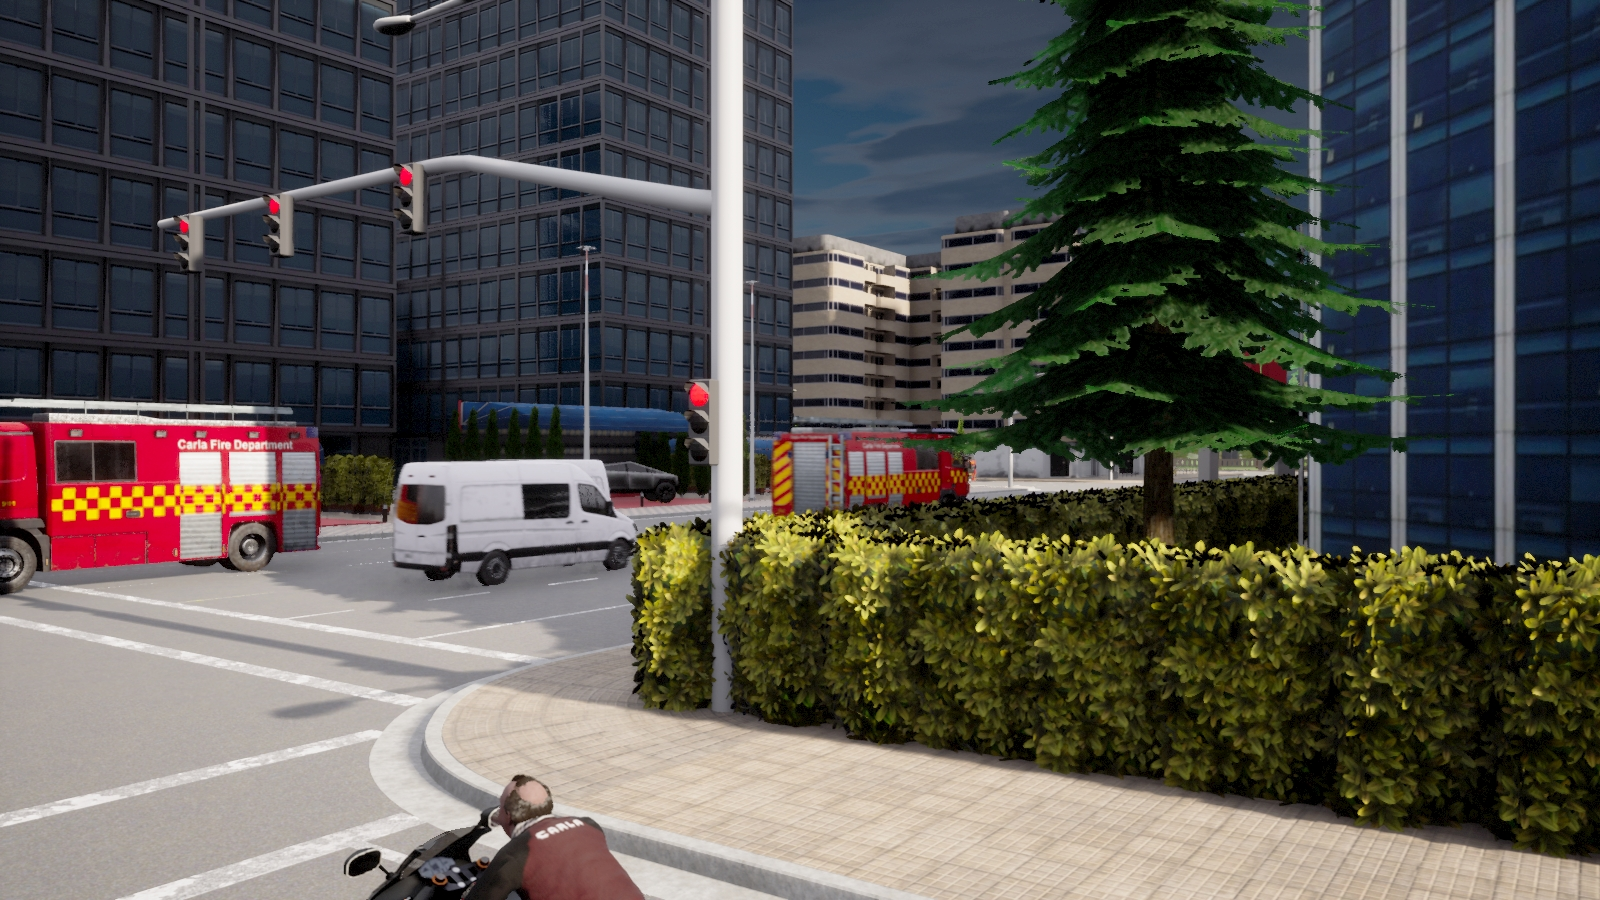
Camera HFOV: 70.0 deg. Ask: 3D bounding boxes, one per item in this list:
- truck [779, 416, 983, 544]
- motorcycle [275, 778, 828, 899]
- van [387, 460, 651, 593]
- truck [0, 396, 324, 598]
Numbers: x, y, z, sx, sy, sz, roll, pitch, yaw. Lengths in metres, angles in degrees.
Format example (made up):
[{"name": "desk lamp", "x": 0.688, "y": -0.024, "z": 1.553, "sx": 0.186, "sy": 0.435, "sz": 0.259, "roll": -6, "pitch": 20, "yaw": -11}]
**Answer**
[{"name": "truck", "x": 2.944, "y": 0.891, "z": 38.230, "sx": 2.891, "sy": 3.827, "sz": 8.468, "roll": 0, "pitch": 0, "yaw": 35}, {"name": "motorcycle", "x": -1.050, "y": 2.205, "z": 4.520, "sx": 2.209, "sy": 1.251, "sz": 0.867, "roll": 0, "pitch": 0, "yaw": 35}, {"name": "van", "x": -6.081, "y": 1.535, "z": 25.571, "sx": 1.988, "sy": 2.561, "sz": 5.915, "roll": 0, "pitch": 0, "yaw": 35}, {"name": "truck", "x": -14.955, "y": 0.891, "z": 24.596, "sx": 2.891, "sy": 3.827, "sz": 8.468, "roll": 0, "pitch": 0, "yaw": 34}]
